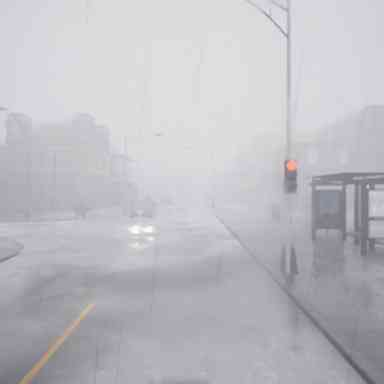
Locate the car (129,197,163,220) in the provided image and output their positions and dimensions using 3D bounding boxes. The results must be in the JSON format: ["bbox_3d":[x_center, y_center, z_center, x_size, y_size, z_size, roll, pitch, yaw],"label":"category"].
[{"bbox_3d":[-3.955,1.406,27.650,2.128,1.511,4.902,0,0,0],"label":"car"}]

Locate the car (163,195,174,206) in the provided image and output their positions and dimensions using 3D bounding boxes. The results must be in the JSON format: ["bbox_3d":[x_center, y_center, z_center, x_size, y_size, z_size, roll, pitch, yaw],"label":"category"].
[{"bbox_3d":[-3.916,1.306,52.525,1.882,1.535,5.008,0,0,0],"label":"car"}]
